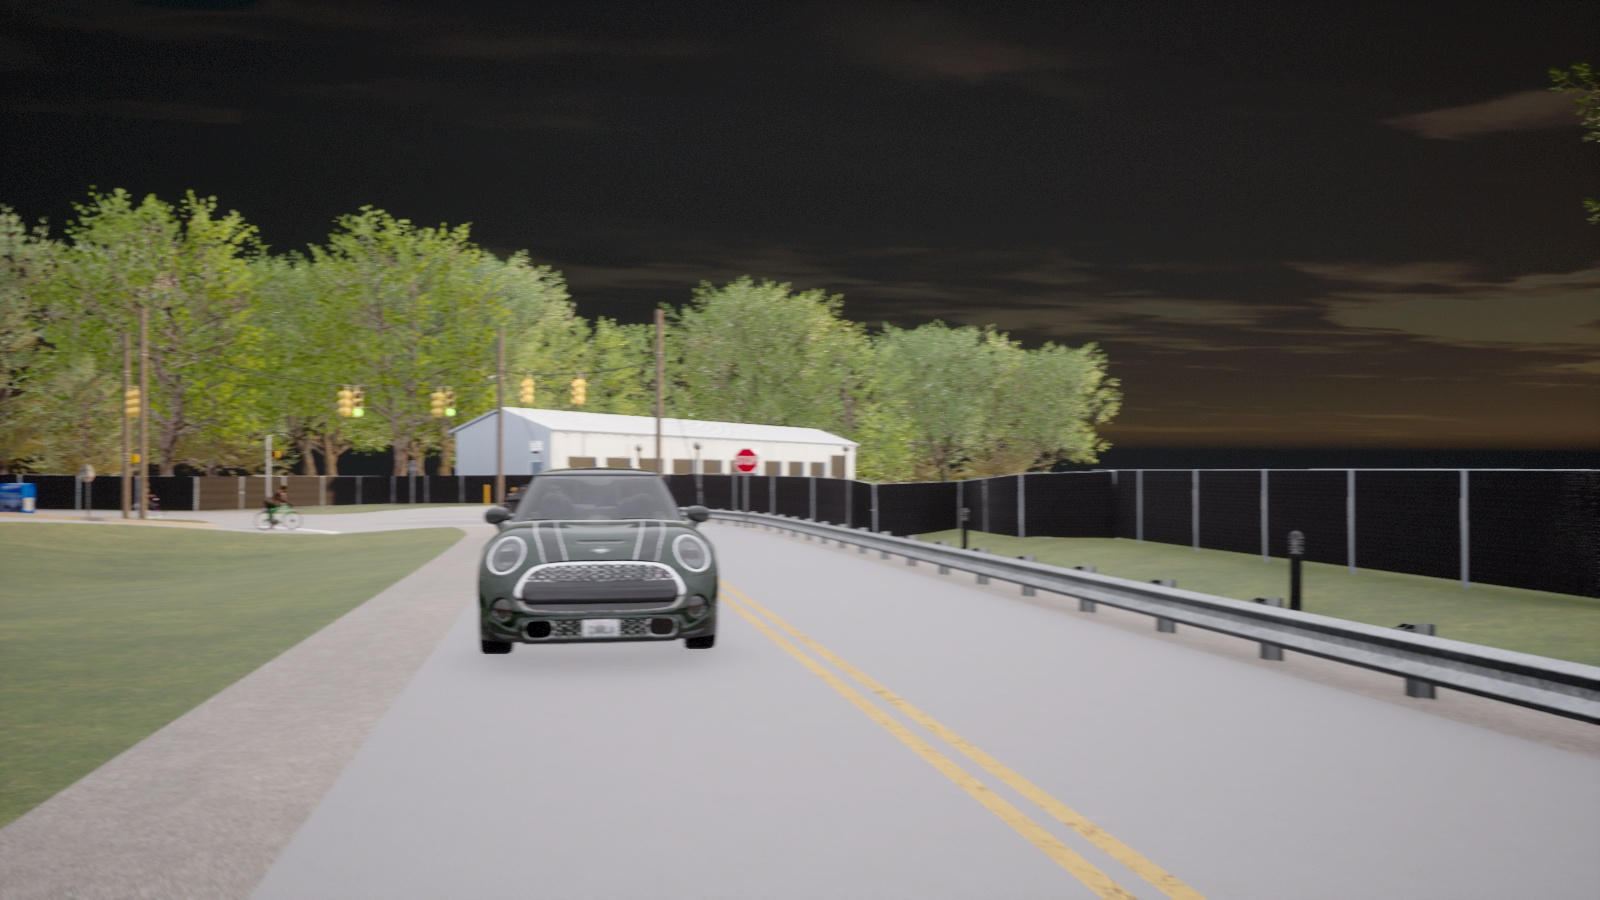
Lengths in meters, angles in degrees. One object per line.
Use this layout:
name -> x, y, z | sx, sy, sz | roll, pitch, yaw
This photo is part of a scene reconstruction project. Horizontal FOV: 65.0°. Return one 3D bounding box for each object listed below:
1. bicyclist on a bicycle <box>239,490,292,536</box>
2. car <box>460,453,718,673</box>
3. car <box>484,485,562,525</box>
bicyclist on a bicycle -> -19.369, 2.279, 45.540 | 1.656, 1.620, 0.582 | 1, 0, -36
car -> -2.137, 0.975, 12.646 | 2.097, 1.767, 4.553 | 0, -1, -10
car -> -11.670, 2.310, 52.798 | 1.789, 1.549, 3.705 | 0, -2, -37
